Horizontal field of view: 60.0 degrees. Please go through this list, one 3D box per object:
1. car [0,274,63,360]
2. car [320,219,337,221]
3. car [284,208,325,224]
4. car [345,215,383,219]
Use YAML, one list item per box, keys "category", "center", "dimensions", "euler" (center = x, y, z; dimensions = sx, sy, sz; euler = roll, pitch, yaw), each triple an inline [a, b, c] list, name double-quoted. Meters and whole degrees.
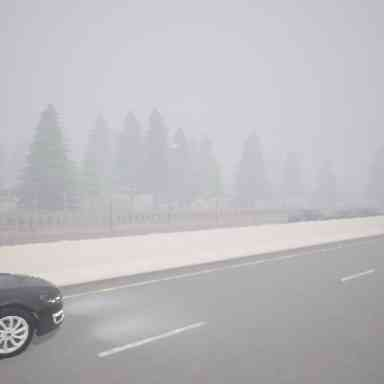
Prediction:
- category: "car"
  center: [-4.404, 1.725, 4.673]
  dimensions: [4.892, 1.490, 1.837]
  euler: [0, -2, -39]
- category: "car"
  center: [15.586, 2.503, 34.337]
  dimensions: [5.357, 1.411, 2.033]
  euler: [1, -2, -38]
- category: "car"
  center: [12.332, 2.564, 36.233]
  dimensions: [4.892, 1.490, 1.837]
  euler: [1, -3, -38]
- category: "car"
  center: [15.618, 2.300, 29.913]
  dimensions: [4.902, 1.511, 2.128]
  euler: [1, -2, -38]
